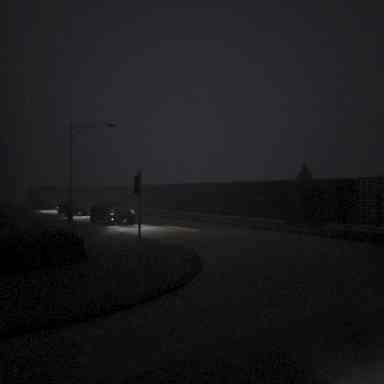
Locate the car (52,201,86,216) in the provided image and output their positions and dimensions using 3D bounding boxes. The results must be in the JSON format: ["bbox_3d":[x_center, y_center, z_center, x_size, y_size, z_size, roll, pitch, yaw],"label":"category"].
[{"bbox_3d":[-12.049,1.601,33.231,2.033,1.411,5.357,0,0,-36],"label":"car"}]

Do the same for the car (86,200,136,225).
[{"bbox_3d":[-5.901,1.406,24.615,2.097,1.767,4.553,0,0,-35],"label":"car"}]

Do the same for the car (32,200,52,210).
[{"bbox_3d":[-19.693,1.655,43.969,1.895,1.301,4.718,0,0,-37],"label":"car"}]
